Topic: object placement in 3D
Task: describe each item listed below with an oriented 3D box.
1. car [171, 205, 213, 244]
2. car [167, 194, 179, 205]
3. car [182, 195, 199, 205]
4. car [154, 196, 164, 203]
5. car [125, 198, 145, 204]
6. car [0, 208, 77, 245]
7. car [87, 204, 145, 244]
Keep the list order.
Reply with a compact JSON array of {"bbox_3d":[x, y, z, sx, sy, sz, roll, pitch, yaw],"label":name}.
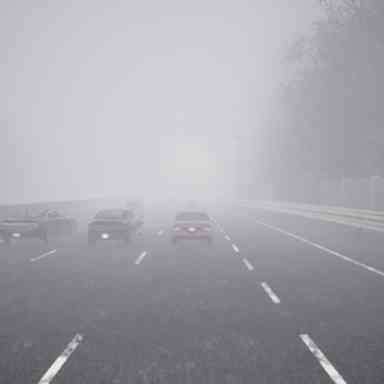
[{"bbox_3d":[0.001,1.559,15.952,2.033,1.411,5.357,0,0,0],"label":"car"},{"bbox_3d":[-3.510,1.609,61.298,1.994,1.385,4.181,0,0,0],"label":"car"},{"bbox_3d":[-0.006,1.525,45.476,2.128,1.511,4.902,0,0,0],"label":"car"},{"bbox_3d":[-7.008,1.592,71.236,2.033,1.411,5.357,0,0,0],"label":"car"},{"bbox_3d":[-7.005,1.536,40.962,1.837,1.490,4.892,0,0,0],"label":"car"},{"bbox_3d":[-7.002,1.503,15.694,2.128,1.511,4.902,0,0,0],"label":"car"},{"bbox_3d":[-3.498,1.518,15.819,1.837,1.490,4.892,0,0,0],"label":"car"}]
